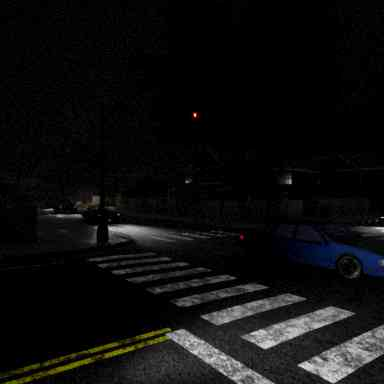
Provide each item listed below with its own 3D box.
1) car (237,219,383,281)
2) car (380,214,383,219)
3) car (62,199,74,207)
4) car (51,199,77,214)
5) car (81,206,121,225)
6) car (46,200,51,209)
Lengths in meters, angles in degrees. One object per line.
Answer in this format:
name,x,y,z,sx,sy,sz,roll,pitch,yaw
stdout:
car,3.803,1.610,10.471,2.033,1.411,5.357,0,0,-36
car,14.552,1.512,22.055,5.357,1.411,2.033,0,0,-36
car,-23.734,2.004,63.590,1.812,1.442,4.674,0,0,-23
car,-14.942,1.653,39.145,2.097,1.767,4.553,0,0,-29
car,-7.278,1.801,26.451,1.895,1.301,4.718,0,0,-33
car,-22.471,1.988,53.662,1.994,1.385,4.181,0,0,-25
